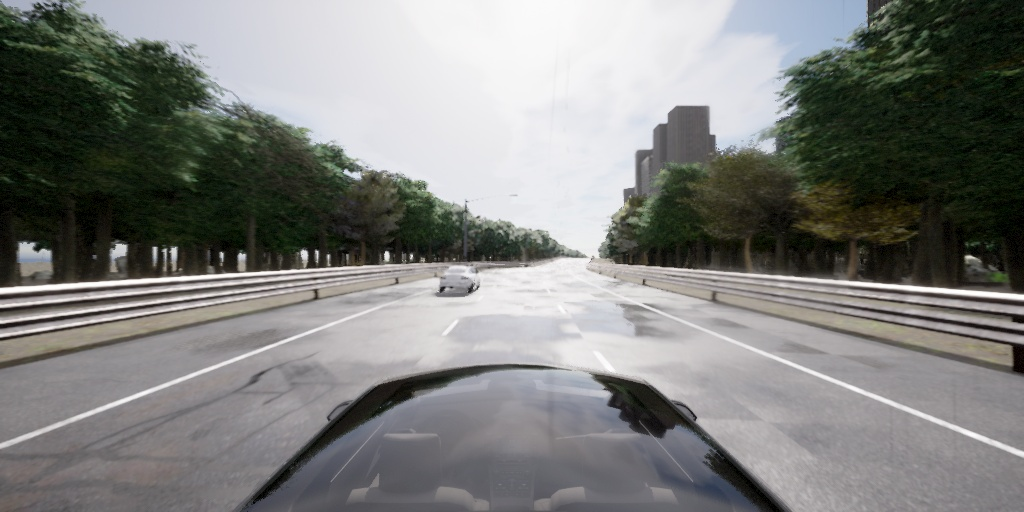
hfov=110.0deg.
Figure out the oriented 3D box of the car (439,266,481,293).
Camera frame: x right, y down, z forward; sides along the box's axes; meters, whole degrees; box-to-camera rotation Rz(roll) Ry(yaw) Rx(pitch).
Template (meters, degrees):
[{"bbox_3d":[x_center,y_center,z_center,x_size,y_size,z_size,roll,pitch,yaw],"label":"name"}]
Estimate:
[{"bbox_3d":[-2.976,1.299,21.014,1.812,1.442,4.674,0,0,3],"label":"car"}]
